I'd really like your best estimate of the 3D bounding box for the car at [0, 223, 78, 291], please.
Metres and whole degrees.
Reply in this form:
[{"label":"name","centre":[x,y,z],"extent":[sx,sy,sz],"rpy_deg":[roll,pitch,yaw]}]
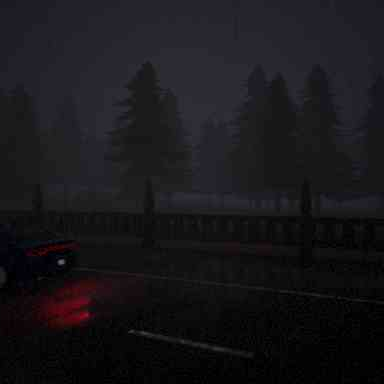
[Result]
[{"label":"car","centre":[-5.577,1.619,9.280],"extent":[5.008,1.535,1.882],"rpy_deg":[0,-1,22]}]
